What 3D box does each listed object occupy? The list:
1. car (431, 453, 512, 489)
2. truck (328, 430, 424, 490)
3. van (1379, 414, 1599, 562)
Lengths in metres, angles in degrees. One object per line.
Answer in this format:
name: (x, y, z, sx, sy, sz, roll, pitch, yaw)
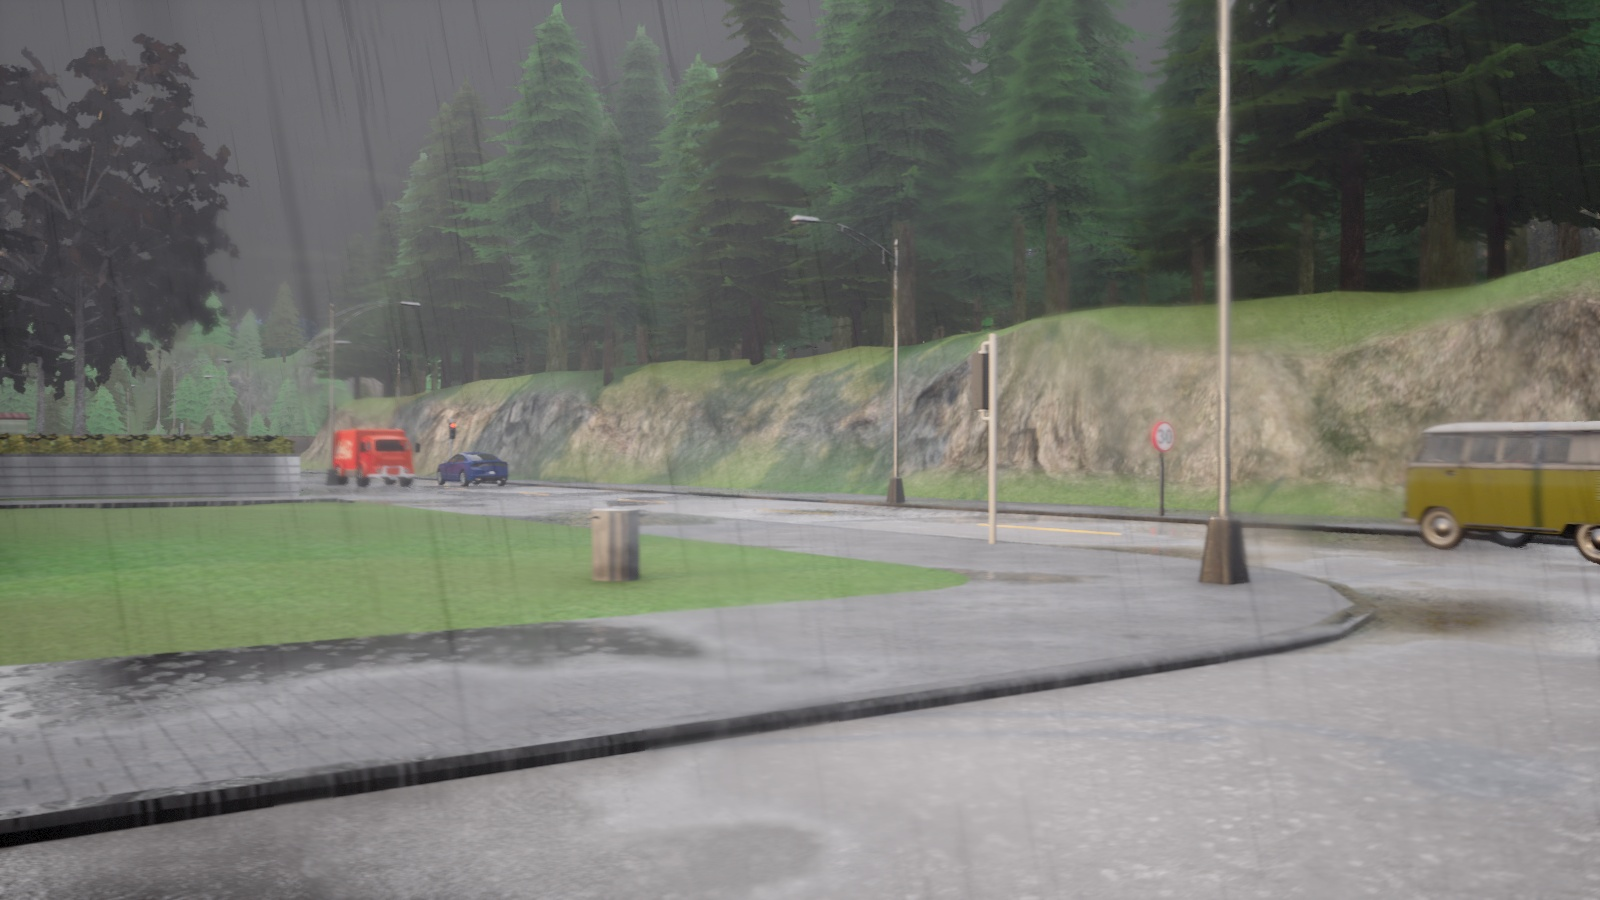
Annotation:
car: (-14.752, 0.891, 56.170, 1.882, 1.535, 5.008, 0, 0, -35)
truck: (-18.463, 0.431, 54.513, 2.627, 2.467, 5.204, 0, 0, -35)
van: (11.003, 0.520, 18.575, 1.775, 1.987, 4.442, 0, 0, -22)
